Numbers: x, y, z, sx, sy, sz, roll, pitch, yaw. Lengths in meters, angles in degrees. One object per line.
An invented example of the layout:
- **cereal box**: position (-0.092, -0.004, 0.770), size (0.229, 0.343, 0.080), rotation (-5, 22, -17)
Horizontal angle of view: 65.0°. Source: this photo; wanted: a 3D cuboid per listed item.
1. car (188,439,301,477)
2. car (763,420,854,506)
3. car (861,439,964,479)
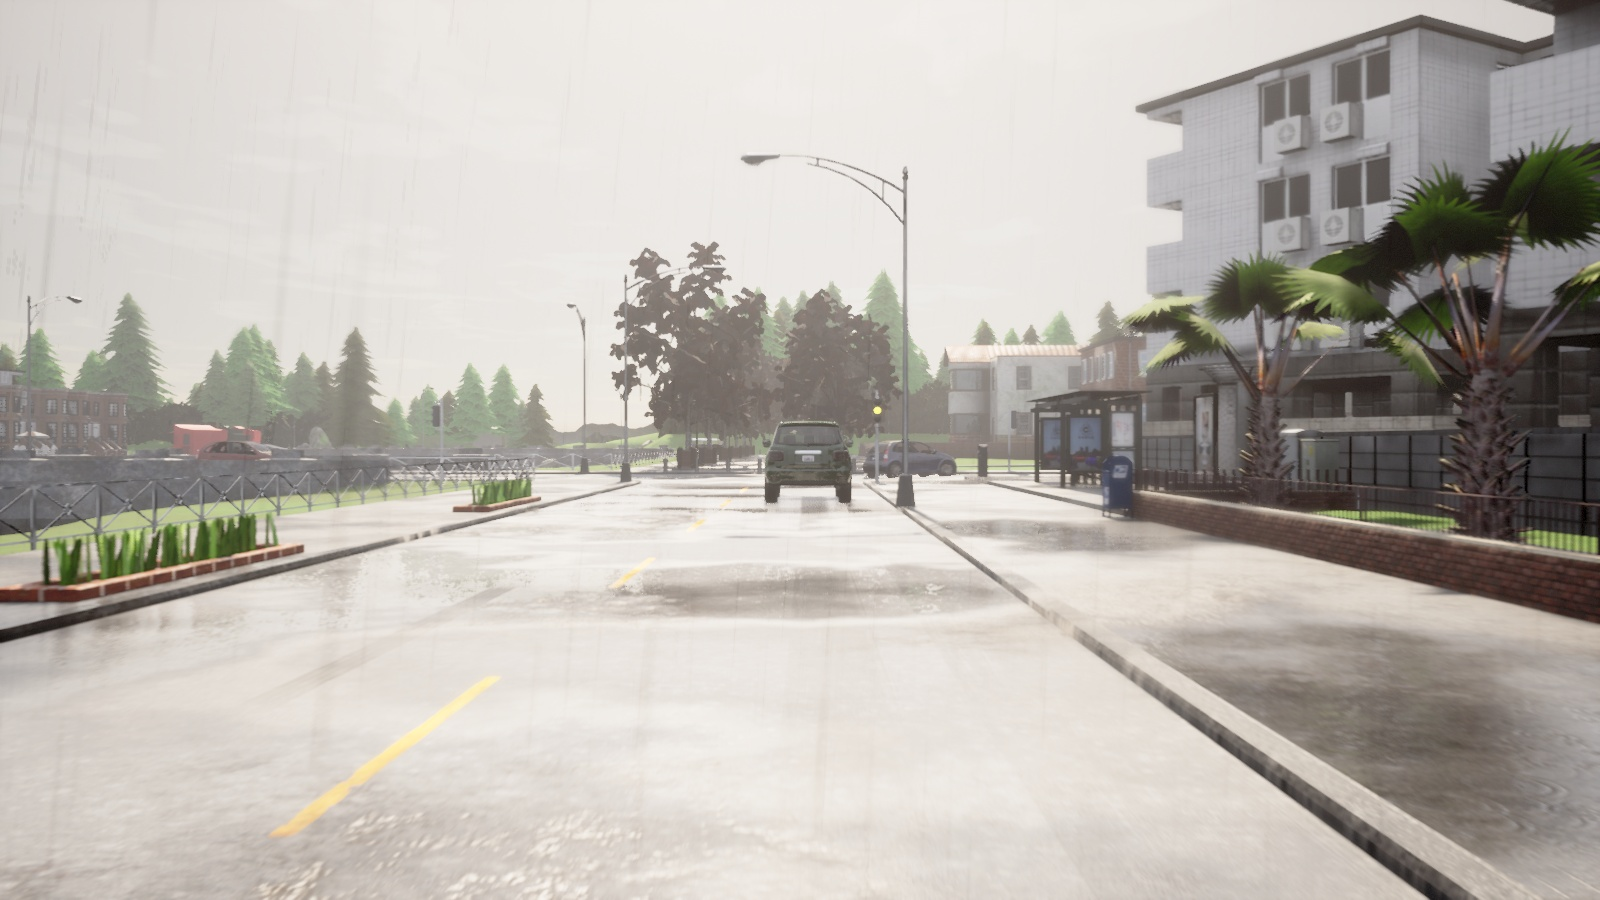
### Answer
- **car**: position (-23.735, 0.323, 53.734), size (3.988, 1.617, 1.851), rotation (0, 0, 0)
- **car**: position (0.205, 0.282, 32.621), size (2.150, 2.045, 5.566), rotation (0, 0, 0)
- **car**: position (4.753, 0.351, 52.849), size (3.988, 1.617, 1.851), rotation (0, 0, -30)
